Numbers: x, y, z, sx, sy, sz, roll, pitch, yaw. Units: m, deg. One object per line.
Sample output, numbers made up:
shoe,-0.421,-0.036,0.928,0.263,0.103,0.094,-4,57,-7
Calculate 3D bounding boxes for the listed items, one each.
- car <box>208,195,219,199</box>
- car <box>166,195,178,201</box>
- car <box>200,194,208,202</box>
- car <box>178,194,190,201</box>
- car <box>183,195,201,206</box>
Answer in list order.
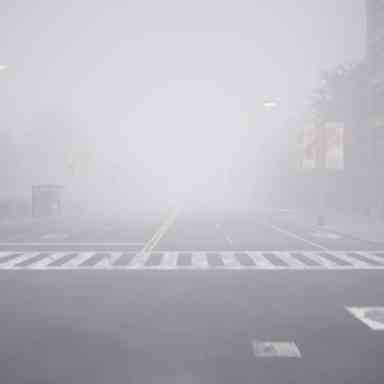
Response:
car,6.011,1.454,95.367,1.882,1.535,5.008,0,0,36
car,-4.052,1.547,83.423,2.128,1.511,4.902,0,0,19
car,1.724,1.375,78.452,2.097,1.767,4.553,0,0,16
car,-1.066,1.376,81.308,2.097,1.767,4.553,0,0,16
car,0.036,1.562,54.064,2.033,1.411,5.357,0,0,1
